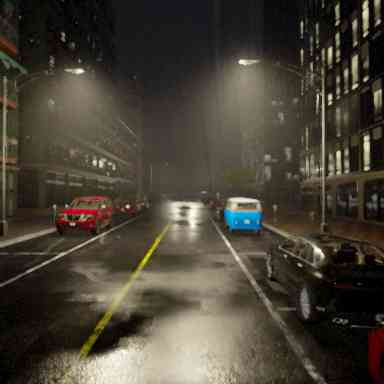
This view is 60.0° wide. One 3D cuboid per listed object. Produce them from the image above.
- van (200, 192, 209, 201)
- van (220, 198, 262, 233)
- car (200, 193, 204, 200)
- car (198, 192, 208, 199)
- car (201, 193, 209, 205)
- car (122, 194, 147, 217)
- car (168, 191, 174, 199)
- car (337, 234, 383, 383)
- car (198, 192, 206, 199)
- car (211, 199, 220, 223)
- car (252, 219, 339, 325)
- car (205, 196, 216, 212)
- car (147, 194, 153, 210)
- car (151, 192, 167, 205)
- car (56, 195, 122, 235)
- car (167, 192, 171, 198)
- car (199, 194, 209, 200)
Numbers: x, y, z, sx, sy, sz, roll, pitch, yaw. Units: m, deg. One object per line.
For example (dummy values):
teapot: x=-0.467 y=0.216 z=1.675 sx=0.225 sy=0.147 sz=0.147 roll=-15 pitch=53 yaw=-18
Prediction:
van: x=2.665 y=0.900 z=69.494 sx=1.690 sy=1.788 sz=3.998 roll=1 pitch=0 yaw=0
van: x=2.716 y=1.233 z=18.216 sx=1.690 sy=1.788 sz=3.998 roll=1 pitch=0 yaw=0
car: x=2.663 y=1.240 z=52.404 sx=1.947 sy=1.339 sz=4.313 roll=1 pitch=0 yaw=0
car: x=2.662 y=1.142 z=63.798 sx=1.887 sy=1.381 sz=4.507 roll=1 pitch=0 yaw=0
car: x=2.664 y=1.278 z=46.705 sx=1.947 sy=1.339 sz=4.313 roll=1 pitch=0 yaw=0
car: x=-5.675 y=1.136 z=29.731 sx=2.192 sy=1.841 sz=5.009 roll=1 pitch=0 yaw=0
car: x=-5.684 y=0.757 z=86.712 sx=2.192 sy=1.841 sz=5.009 roll=1 pitch=0 yaw=0
car: x=2.709 y=1.308 z=1.122 sx=2.192 sy=1.841 sz=5.009 roll=1 pitch=0 yaw=0
car: x=2.661 y=0.883 z=86.589 sx=1.967 sy=1.590 sz=4.097 roll=1 pitch=0 yaw=0
car: x=2.677 y=1.423 z=23.914 sx=1.947 sy=1.339 sz=4.313 roll=1 pitch=0 yaw=0
car: x=2.703 y=1.511 z=6.821 sx=2.008 sy=1.369 sz=4.403 roll=1 pitch=0 yaw=0
car: x=2.666 y=1.368 z=35.309 sx=1.802 sy=1.307 sz=4.206 roll=1 pitch=0 yaw=0
car: x=-5.678 y=1.225 z=35.432 sx=1.967 sy=1.590 sz=4.097 roll=1 pitch=0 yaw=0
car: x=-5.678 y=0.988 z=52.525 sx=2.192 sy=1.841 sz=5.009 roll=1 pitch=0 yaw=0
car: x=-5.673 y=1.206 z=18.336 sx=2.192 sy=1.841 sz=5.009 roll=1 pitch=0 yaw=0
car: x=-5.686 y=1.162 z=63.923 sx=1.947 sy=1.339 sz=4.313 roll=1 pitch=0 yaw=0
car: x=2.660 y=1.086 z=75.193 sx=1.947 sy=1.339 sz=4.313 roll=1 pitch=0 yaw=0
